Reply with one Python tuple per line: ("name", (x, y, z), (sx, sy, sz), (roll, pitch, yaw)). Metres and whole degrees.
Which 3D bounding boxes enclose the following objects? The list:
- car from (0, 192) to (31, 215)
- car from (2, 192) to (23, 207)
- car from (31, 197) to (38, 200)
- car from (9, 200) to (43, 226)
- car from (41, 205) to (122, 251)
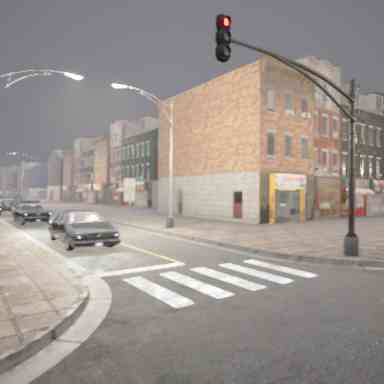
("car", (-16.995, 1.030, 31.106), (2.150, 2.045, 5.566), (1, 0, -35))
("car", (-27.310, 1.073, 50.425), (2.150, 2.045, 5.566), (1, -1, -35))
("car", (-19.255, 1.316, 39.274), (1.882, 1.535, 5.008), (1, 0, -36))
("car", (-10.824, 1.454, 22.511), (1.895, 1.301, 4.718), (1, 0, -36))
("car", (-4.769, 1.473, 14.165), (2.033, 1.411, 5.357), (1, 0, -33))
